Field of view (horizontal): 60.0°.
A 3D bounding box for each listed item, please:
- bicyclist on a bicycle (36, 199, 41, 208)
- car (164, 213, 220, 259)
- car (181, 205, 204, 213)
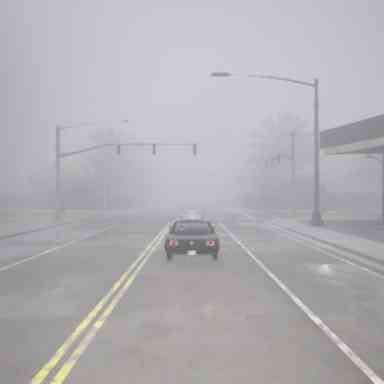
[{"bbox_3d":[-26.485,1.927,57.342,0.582,1.620,1.656,0,0,1],"label":"bicyclist on a bicycle"},{"bbox_3d":[0.019,1.747,13.215,1.895,1.301,4.718,0,-1,0],"label":"car"},{"bbox_3d":[0.035,1.842,28.867,1.812,1.442,4.674,0,0,1],"label":"car"}]
